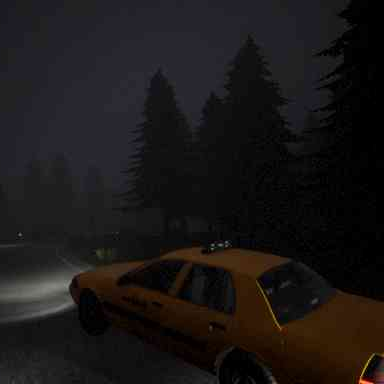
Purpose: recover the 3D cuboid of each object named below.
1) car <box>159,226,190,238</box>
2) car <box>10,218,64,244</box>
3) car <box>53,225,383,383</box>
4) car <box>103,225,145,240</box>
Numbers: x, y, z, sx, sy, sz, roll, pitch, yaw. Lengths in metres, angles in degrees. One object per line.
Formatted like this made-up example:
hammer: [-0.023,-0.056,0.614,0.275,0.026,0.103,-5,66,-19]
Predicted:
car: [-2.329,5.543,46.259,1.882,1.535,5.008,-5,-8,30]
car: [-12.756,3.223,28.099,2.150,2.045,5.566,-4,-7,7]
car: [0.142,1.441,4.734,5.366,1.575,1.801,0,1,43]
car: [-7.444,4.510,36.950,2.033,1.411,5.357,-4,-8,20]
